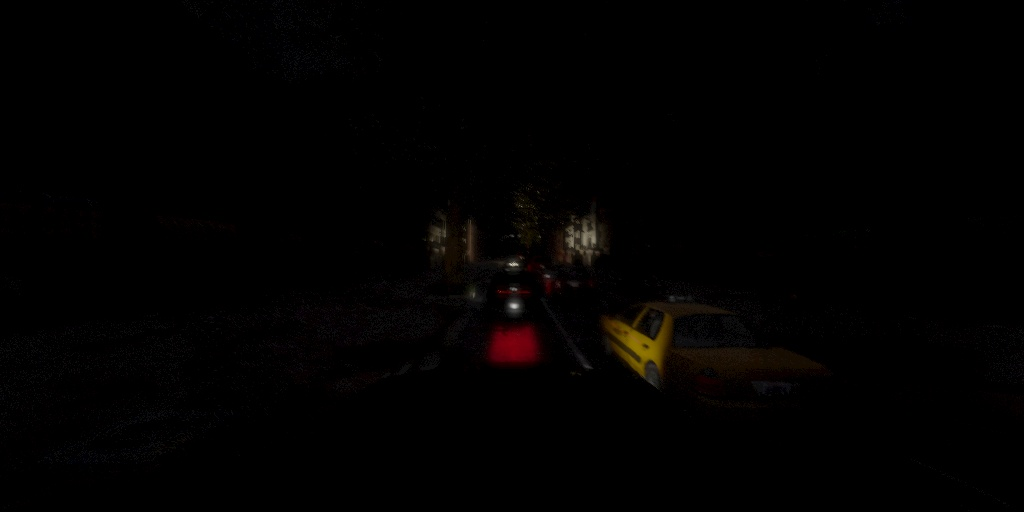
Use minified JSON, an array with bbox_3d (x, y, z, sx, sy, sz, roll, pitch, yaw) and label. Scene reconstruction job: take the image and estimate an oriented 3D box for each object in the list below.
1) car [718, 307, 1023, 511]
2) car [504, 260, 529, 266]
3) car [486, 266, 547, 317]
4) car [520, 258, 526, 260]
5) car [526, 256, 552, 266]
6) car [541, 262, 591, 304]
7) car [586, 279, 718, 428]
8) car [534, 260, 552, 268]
[{"bbox_3d":[2.638,1.058,0.147,2.192,1.841,5.009,0,0,0],"label":"car"},{"bbox_3d":[0.079,1.320,30.226,2.128,1.511,4.902,0,0,0],"label":"car"},{"bbox_3d":[0.083,1.298,13.490,1.837,1.490,4.892,0,0,0],"label":"car"},{"bbox_3d":[2.610,1.388,55.621,1.948,1.339,4.313,0,0,0],"label":"car"},{"bbox_3d":[2.733,1.058,34.143,2.150,2.045,5.566,0,0,0],"label":"car"},{"bbox_3d":[2.630,1.240,16.790,1.967,1.591,4.097,0,0,0],"label":"car"},{"bbox_3d":[2.635,1.291,5.865,1.751,1.417,4.829,0,0,0],"label":"car"},{"bbox_3d":[2.627,1.254,22.337,1.967,1.591,4.097,0,0,0],"label":"car"}]
